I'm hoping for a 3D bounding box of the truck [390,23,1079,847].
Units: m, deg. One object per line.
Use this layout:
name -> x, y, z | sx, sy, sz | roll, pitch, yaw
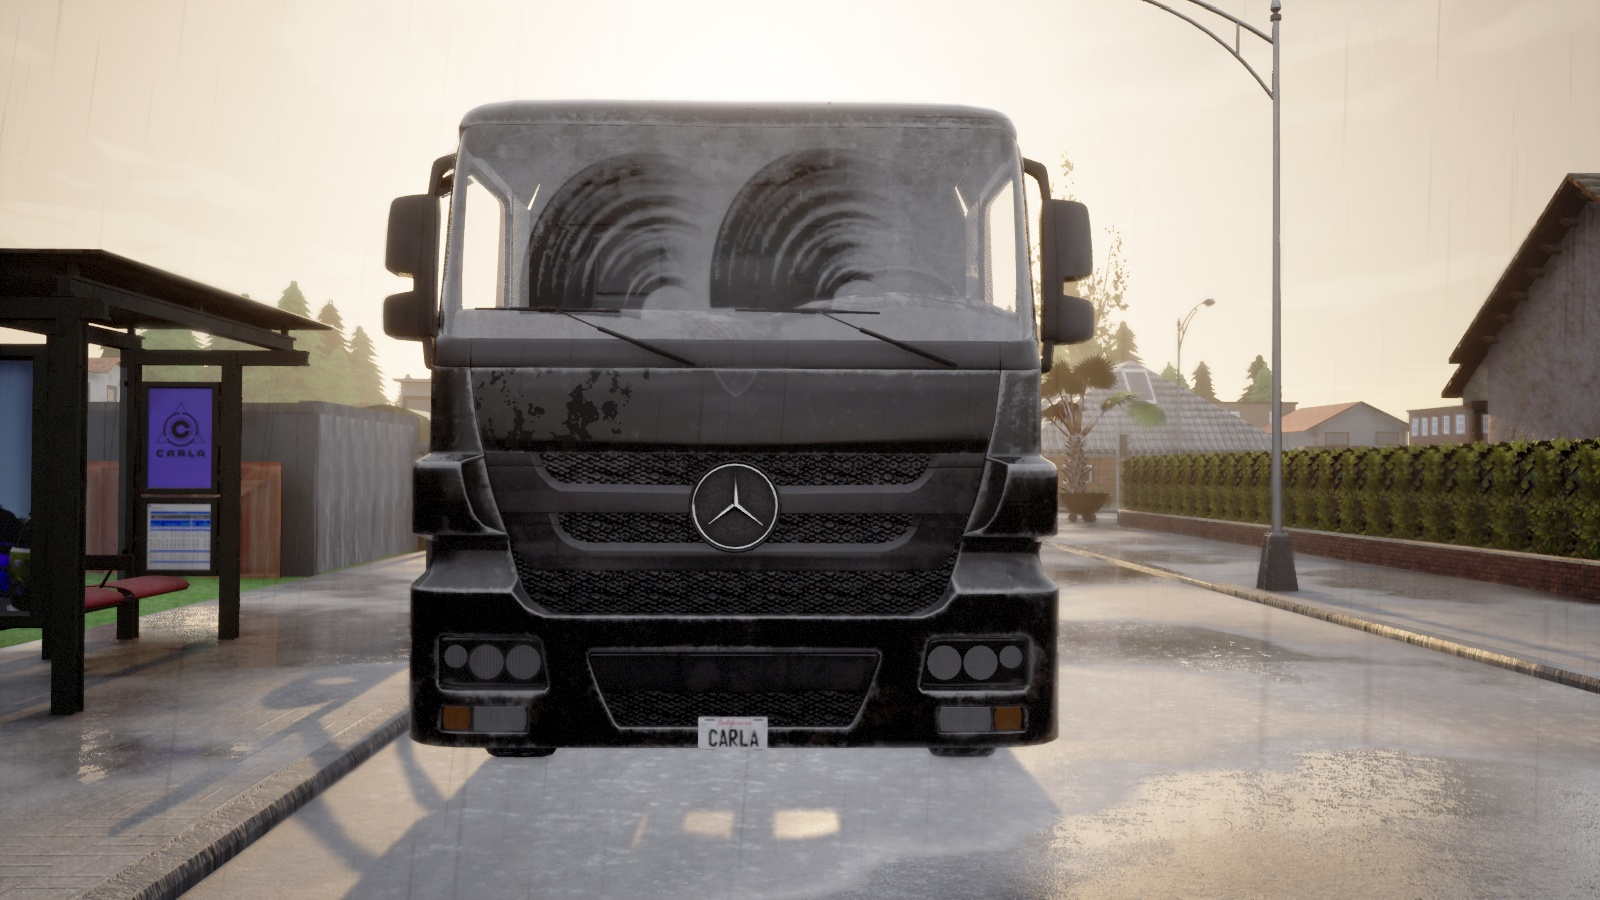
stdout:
truck -> -0.345, -0.011, 9.266 | 2.891, 3.462, 7.936 | 0, -1, -1
